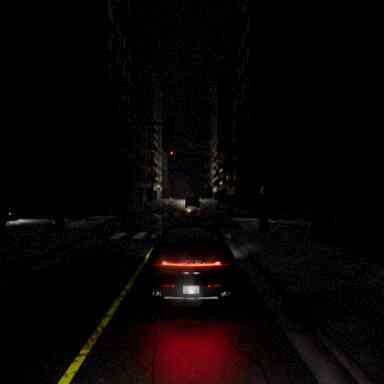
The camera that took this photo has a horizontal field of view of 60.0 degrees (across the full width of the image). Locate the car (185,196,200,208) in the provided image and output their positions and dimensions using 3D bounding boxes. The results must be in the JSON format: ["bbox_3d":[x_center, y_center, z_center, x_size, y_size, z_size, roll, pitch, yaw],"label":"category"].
[{"bbox_3d":[0.044,1.405,50.529,2.097,1.767,4.553,0,0,-1],"label":"car"}]

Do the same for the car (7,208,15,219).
[{"bbox_3d":[-15.165,1.378,24.053,4.181,1.385,1.994,1,0,-1],"label":"car"}]

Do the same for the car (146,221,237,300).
[{"bbox_3d":[-0.016,1.503,8.371,1.837,1.490,4.892,0,0,0],"label":"car"}]

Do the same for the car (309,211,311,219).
[{"bbox_3d":[12.301,1.713,27.523,5.008,1.535,1.882,1,0,-1],"label":"car"}]
